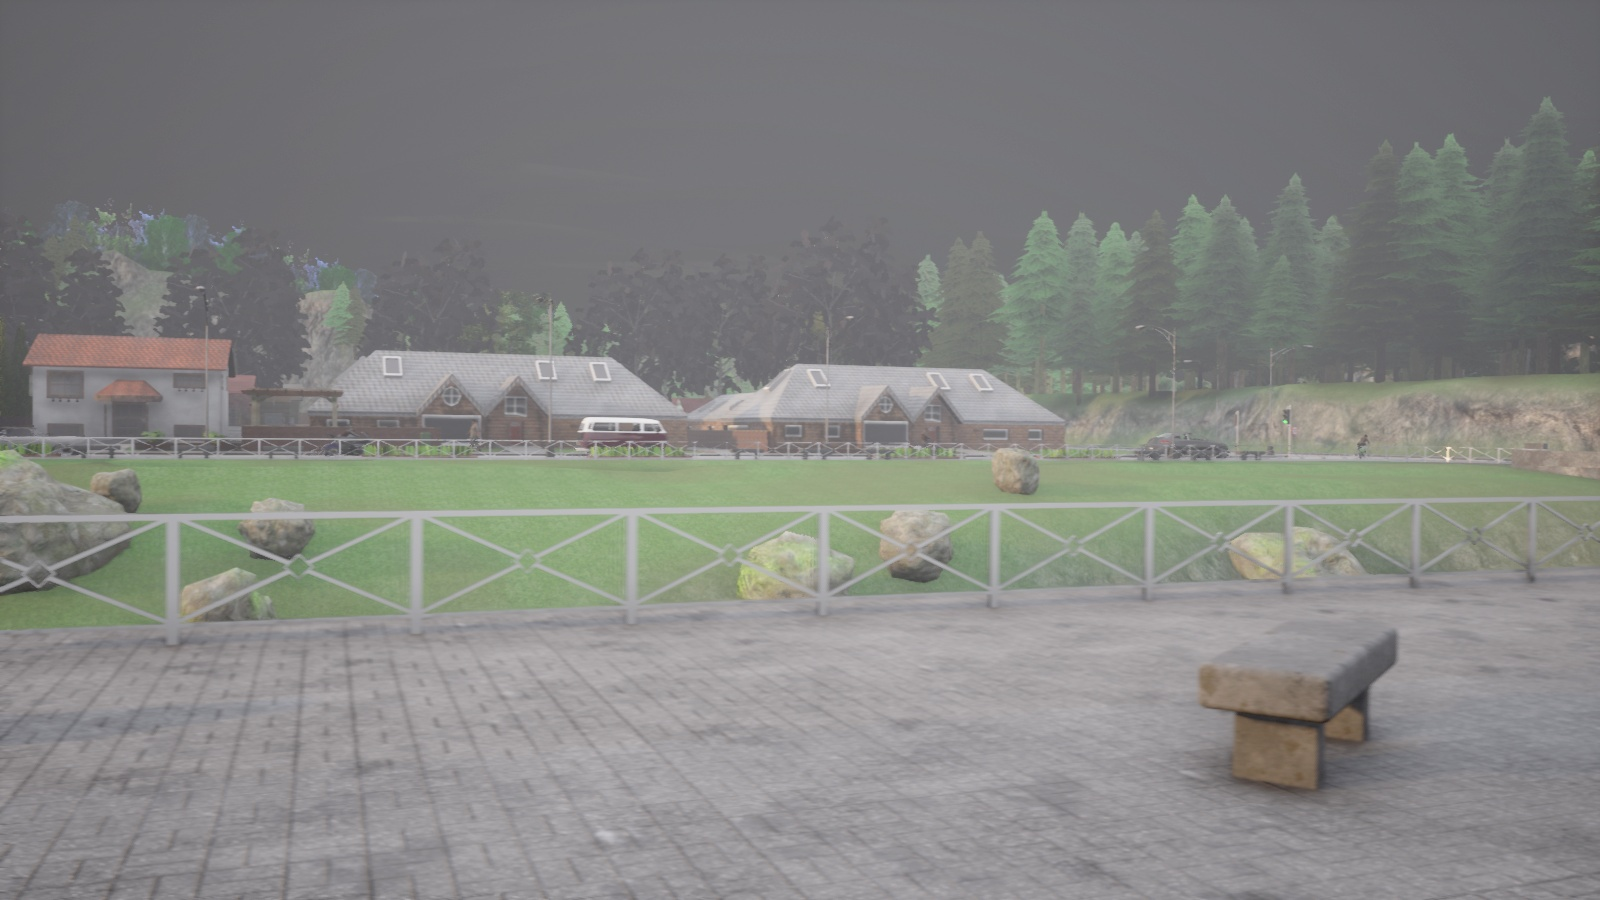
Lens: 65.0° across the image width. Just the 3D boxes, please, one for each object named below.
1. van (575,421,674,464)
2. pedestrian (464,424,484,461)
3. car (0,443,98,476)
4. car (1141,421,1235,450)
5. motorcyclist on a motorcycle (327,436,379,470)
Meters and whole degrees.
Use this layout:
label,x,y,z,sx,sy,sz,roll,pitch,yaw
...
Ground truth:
label,x,y,z,sx,sy,sz,roll,pitch,yaw
van,-8.689,-0.396,62.146,4.480,2.038,2.069,-1,1,-21
pedestrian,-17.613,-0.406,67.875,0.873,1.952,0.659,-1,1,-33
car,-32.542,0.386,53.100,4.718,1.301,1.895,-1,1,-21
car,22.918,-0.878,74.138,5.027,1.651,2.152,-1,1,-21
motorcyclist on a motorcycle,-20.521,0.117,57.660,2.191,1.530,0.866,-1,1,-21
